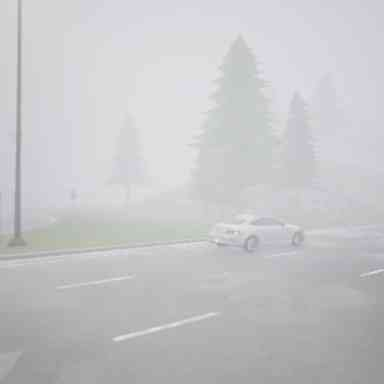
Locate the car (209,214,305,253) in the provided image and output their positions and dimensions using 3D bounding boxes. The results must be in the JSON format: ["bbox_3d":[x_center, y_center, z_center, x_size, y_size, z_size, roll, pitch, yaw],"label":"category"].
[{"bbox_3d":[2.865,1.675,14.330,4.674,1.442,1.812,1,-1,-35],"label":"car"}]
